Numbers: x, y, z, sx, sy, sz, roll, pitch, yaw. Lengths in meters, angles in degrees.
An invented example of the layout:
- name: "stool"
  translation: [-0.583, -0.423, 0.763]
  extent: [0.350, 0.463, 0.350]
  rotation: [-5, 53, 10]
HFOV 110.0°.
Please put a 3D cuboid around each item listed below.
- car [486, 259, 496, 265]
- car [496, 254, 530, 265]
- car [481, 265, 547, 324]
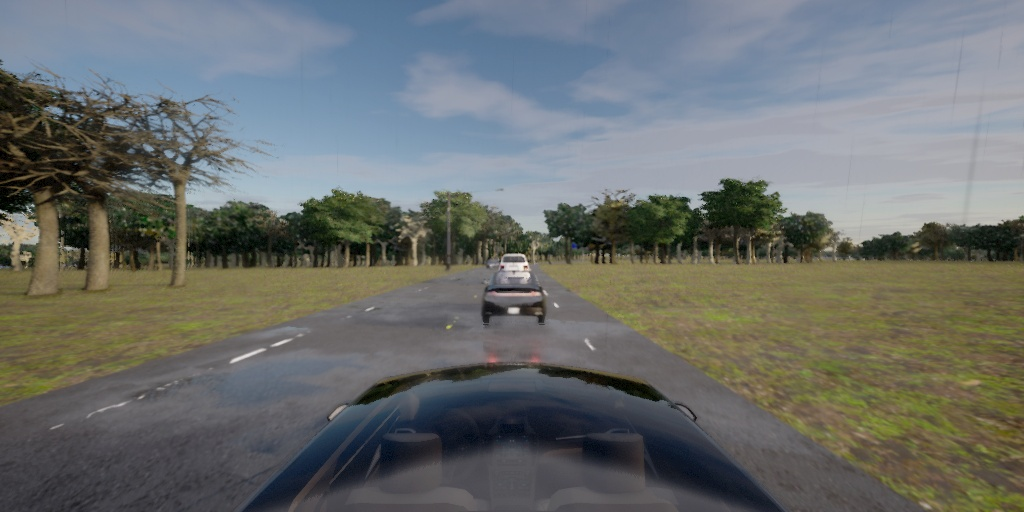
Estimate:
- name: "car"
  translation: [-2.649, 1.173, 51.759]
  extent: [2.128, 1.511, 4.902]
  rotation: [0, 0, 3]
- name: "car"
  translation: [0.202, 0.890, 27.121]
  extent: [2.150, 2.045, 5.566]
  rotation: [0, 0, 1]
- name: "car"
  translation: [0.066, 1.209, 11.763]
  extent: [2.128, 1.511, 4.902]
  rotation: [0, 0, 1]
